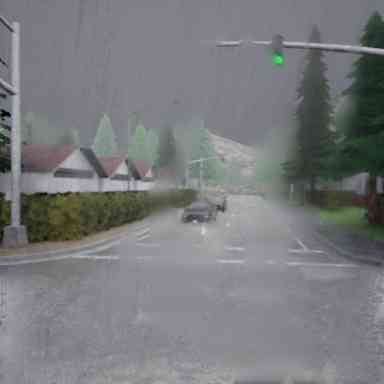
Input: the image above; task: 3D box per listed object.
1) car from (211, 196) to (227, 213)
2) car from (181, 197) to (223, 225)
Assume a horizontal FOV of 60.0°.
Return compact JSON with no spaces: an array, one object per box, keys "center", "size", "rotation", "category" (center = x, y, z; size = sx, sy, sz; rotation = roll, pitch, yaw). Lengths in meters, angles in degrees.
[{"center":[2.401,1.133,32.569],"size":[1.882,1.535,5.008],"rotation":[1,1,10],"category":"car"},{"center":[0.637,1.339,22.440],"size":[2.033,1.411,5.357],"rotation":[1,1,10],"category":"car"}]
